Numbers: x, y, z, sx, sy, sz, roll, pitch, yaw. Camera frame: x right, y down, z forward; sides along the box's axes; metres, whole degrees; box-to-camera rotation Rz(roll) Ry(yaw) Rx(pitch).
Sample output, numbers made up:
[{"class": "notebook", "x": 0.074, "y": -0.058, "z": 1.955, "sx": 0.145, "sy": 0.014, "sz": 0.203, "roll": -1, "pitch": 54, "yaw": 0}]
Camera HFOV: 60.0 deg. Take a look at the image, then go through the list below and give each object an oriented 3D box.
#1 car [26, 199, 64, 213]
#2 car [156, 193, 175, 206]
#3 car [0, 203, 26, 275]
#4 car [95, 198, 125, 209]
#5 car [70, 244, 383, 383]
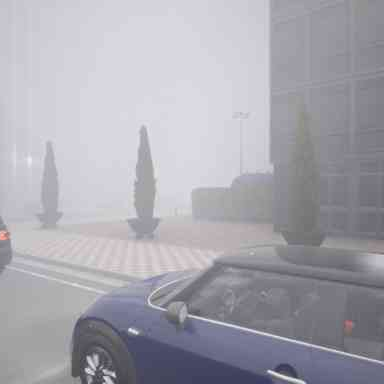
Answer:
[{"class": "car", "x": -16.833, "y": 1.491, "z": 37.219, "sx": 2.128, "sy": 1.511, "sz": 4.902, "roll": 0, "pitch": 0, "yaw": 35}, {"class": "car", "x": -5.049, "y": 1.219, "z": 54.035, "sx": 2.150, "sy": 2.045, "sz": 5.566, "roll": 0, "pitch": 0, "yaw": 35}, {"class": "car", "x": -7.074, "y": 1.222, "z": 9.017, "sx": 5.566, "sy": 2.045, "sz": 2.150, "roll": 0, "pitch": 0, "yaw": 36}, {"class": "car", "x": -11.134, "y": 1.564, "z": 45.357, "sx": 1.994, "sy": 1.385, "sz": 4.181, "roll": 0, "pitch": 0, "yaw": 35}, {"class": "car", "x": 0.788, "y": 1.352, "z": 3.431, "sx": 4.553, "sy": 1.767, "sz": 2.097, "roll": 0, "pitch": 0, "yaw": 36}]
